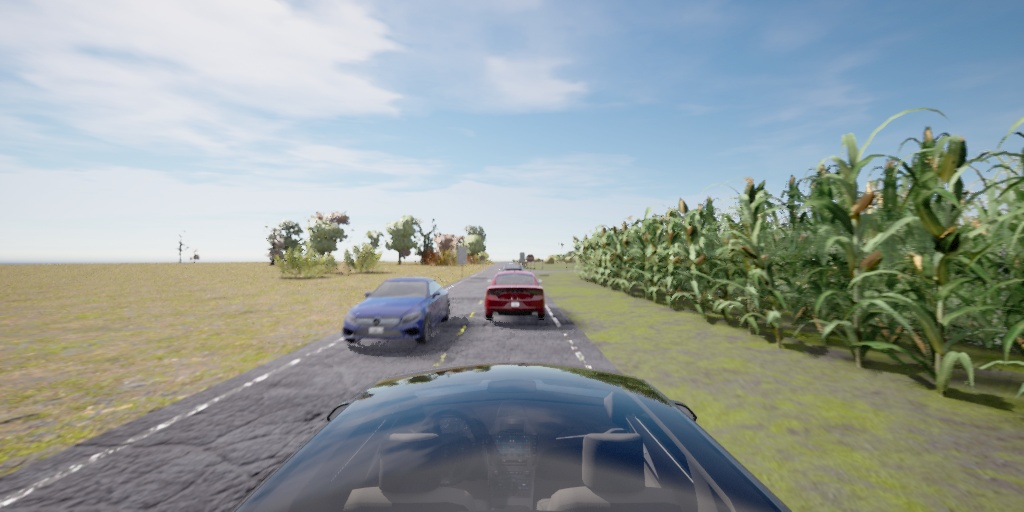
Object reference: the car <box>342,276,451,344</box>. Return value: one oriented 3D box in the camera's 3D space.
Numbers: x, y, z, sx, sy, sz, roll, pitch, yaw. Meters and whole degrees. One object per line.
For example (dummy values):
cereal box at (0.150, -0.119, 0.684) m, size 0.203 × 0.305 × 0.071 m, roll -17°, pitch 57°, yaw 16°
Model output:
car at (-2.840, 1.304, 9.814) m, size 1.812 × 1.442 × 4.674 m, roll 0°, pitch 0°, yaw 0°

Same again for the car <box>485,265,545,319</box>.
car at (0.098, 1.268, 12.962) m, size 1.882 × 1.535 × 5.008 m, roll 0°, pitch 0°, yaw 0°
